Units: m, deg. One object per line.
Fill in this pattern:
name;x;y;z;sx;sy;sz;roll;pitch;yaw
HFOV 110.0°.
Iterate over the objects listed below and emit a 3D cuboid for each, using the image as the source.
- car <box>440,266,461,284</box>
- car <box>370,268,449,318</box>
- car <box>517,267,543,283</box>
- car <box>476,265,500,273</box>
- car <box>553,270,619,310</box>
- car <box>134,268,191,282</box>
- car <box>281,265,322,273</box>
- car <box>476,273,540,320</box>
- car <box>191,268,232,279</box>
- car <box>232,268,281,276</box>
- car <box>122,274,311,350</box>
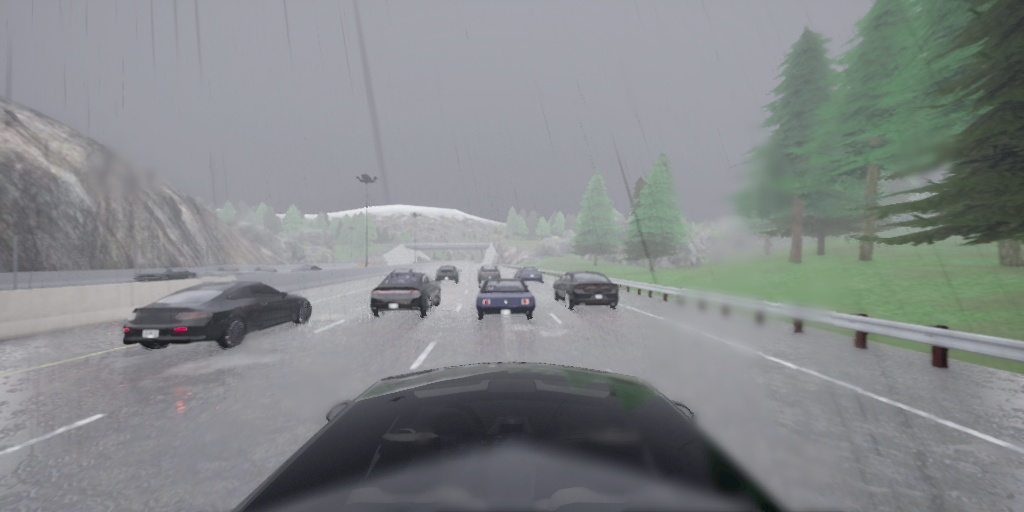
car;-5.564;1.582;31.387;1.837;1.490;4.892;0;-1;-7
car;-3.861;1.378;13.685;2.128;1.511;4.902;0;-1;-3
car;1.441;1.627;31.707;1.994;1.385;4.181;0;-1;-7
car;-2.020;1.558;31.188;2.128;1.511;4.902;0;-1;-7
car;3.028;1.367;15.626;1.882;1.535;5.008;0;-1;-4
car;-30.474;1.743;31.830;1.895;1.301;4.718;0;-1;-7
car;-20.332;1.660;35.435;1.837;1.490;4.892;0;-1;-7
car;-0.313;1.474;13.335;1.895;1.301;4.718;0;-1;-3
car;-27.188;1.756;33.808;1.895;1.301;4.718;0;-1;-7
car;-23.665;1.747;33.829;1.895;1.301;4.718;0;-1;-7
car;-7.135;1.373;9.299;1.812;1.442;4.674;0;-1;-2
